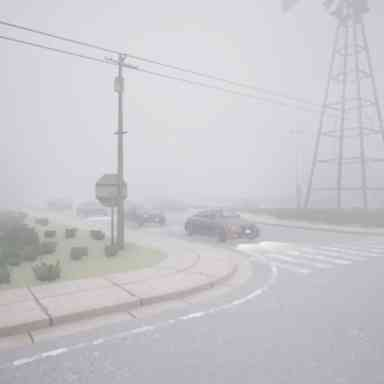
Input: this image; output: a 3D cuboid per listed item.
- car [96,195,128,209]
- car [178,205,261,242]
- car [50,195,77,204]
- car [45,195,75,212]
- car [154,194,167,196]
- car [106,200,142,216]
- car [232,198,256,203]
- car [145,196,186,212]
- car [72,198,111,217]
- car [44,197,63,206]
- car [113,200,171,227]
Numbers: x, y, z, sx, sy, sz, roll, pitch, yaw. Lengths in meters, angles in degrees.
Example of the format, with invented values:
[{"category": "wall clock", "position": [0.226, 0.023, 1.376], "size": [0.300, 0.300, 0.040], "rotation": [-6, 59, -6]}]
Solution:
[{"category": "car", "position": [-11.080, 1.311, 46.252], "size": [3.866, 1.878, 1.905], "rotation": [0, 0, -36]}, {"category": "car", "position": [1.375, 1.563, 16.371], "size": [1.994, 1.385, 4.181], "rotation": [0, 0, -34]}, {"category": "car", "position": [-25.385, 1.478, 65.780], "size": [4.611, 1.667, 2.242], "rotation": [0, 0, -36]}, {"category": "car", "position": [-15.725, 1.477, 39.670], "size": [1.882, 1.535, 5.008], "rotation": [0, 0, -36]}, {"category": "car", "position": [-6.410, 1.307, 62.305], "size": [4.605, 1.855, 1.932], "rotation": [0, 0, -36]}, {"category": "car", "position": [-7.046, 1.562, 34.132], "size": [1.994, 1.385, 4.181], "rotation": [0, 0, -37]}, {"category": "car", "position": [7.019, 1.517, 44.276], "size": [3.905, 1.438, 1.784], "rotation": [0, 0, -36]}, {"category": "car", "position": [-2.655, 1.504, 35.711], "size": [4.193, 1.474, 1.816], "rotation": [0, 0, -36]}, {"category": "car", "position": [-9.371, 1.563, 31.081], "size": [1.994, 1.385, 4.181], "rotation": [0, 0, -36]}, {"category": "car", "position": [-23.537, 1.562, 56.377], "size": [1.994, 1.385, 4.181], "rotation": [0, 0, -37]}, {"category": "car", "position": [-3.646, 1.525, 23.359], "size": [1.812, 1.442, 4.674], "rotation": [0, 0, -37]}]
